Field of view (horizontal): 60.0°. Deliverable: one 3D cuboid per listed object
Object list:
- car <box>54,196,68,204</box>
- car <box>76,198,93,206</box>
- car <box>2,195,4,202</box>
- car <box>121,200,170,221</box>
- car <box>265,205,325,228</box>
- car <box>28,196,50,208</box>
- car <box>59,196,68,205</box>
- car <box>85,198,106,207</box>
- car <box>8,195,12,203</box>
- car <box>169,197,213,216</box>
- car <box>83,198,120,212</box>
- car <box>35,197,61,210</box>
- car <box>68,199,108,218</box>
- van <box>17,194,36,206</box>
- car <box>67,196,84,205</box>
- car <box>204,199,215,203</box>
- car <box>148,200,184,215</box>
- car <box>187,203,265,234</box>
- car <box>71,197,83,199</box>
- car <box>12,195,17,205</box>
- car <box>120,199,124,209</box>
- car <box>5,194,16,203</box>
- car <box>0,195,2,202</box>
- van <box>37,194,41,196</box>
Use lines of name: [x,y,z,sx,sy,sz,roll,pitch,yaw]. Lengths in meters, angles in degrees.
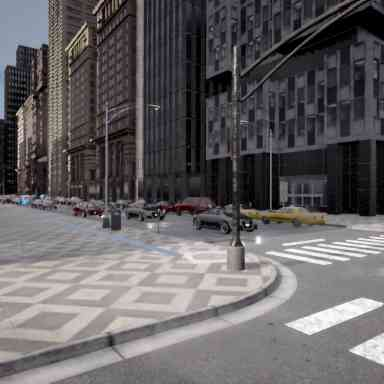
car: [-28.854,1.669,72.965,1.967,1.590,4.097,0,0,-35]
car: [-19.147,1.760,59.248,1.802,1.307,4.206,0,0,-35]
car: [-42.277,1.814,77.175,1.802,1.307,4.206,0,0,-35]
car: [-3.946,1.623,27.630,1.994,1.385,4.181,0,0,-35]
car: [6.641,1.579,22.805,1.752,1.417,4.829,0,0,-35]
car: [-22.861,1.713,49.737,1.802,1.307,4.206,0,0,-35]
car: [-23.534,1.781,60.840,1.895,1.301,4.718,0,0,-36]
car: [-15.911,1.727,54.675,1.947,1.339,4.313,0,0,-35]
car: [-35.805,1.780,68.029,1.802,1.307,4.206,0,0,-35]
car: [0.267,1.398,31.812,2.192,1.841,5.009,0,0,-35]
car: [-9.943,1.593,36.115,1.837,1.490,4.892,0,0,-35]
car: [-19.625,1.697,45.164,1.802,1.307,4.206,0,0,-35]
car: [-9.917,1.612,31.445,1.887,1.381,4.507,0,0,-35]
van: [-29.333,1.505,58.884,1.690,1.788,3.998,0,0,-35]
car: [-22.383,1.635,63.820,1.967,1.590,4.097,0,0,-35]
car: [3.405,1.594,27.377,1.752,1.417,4.829,0,0,-35]
car: [-2.968,1.643,36.384,1.887,1.381,4.507,0,0,-35]
car: [1.842,1.596,19.448,1.994,1.385,4.181,0,0,-35]
car: [-17.516,1.654,52.339,1.837,1.490,4.892,0,0,-35]
car: [-32.471,1.705,63.318,1.752,1.417,4.829,0,0,-35]
car: [-9.440,1.680,45.530,2.008,1.369,4.403,0,0,-35]
car: [-39.041,1.530,72.603,2.192,1.841,5.009,0,0,-35]
car: [-45.513,1.690,81.748,1.967,1.590,4.097,0,0,-35]
van: [-38.562,1.622,86.684,1.690,1.788,3.998,0,0,-35]
